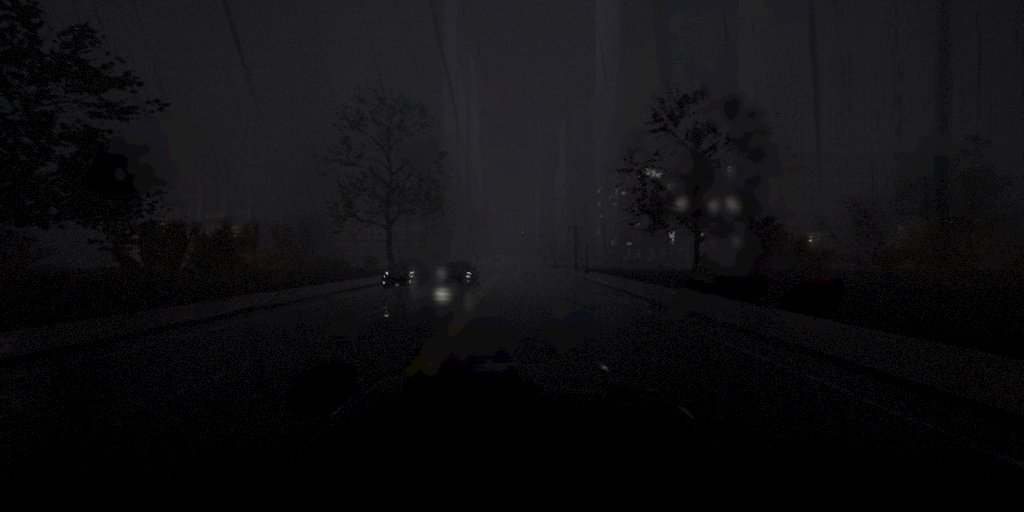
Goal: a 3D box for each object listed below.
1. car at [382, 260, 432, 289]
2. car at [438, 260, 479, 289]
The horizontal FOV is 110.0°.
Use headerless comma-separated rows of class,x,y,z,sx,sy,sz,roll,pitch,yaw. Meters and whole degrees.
car,-6.526,1.073,22.648,2.097,1.767,4.553,0,0,0
car,-3.277,1.074,22.634,2.097,1.767,4.553,0,0,0
